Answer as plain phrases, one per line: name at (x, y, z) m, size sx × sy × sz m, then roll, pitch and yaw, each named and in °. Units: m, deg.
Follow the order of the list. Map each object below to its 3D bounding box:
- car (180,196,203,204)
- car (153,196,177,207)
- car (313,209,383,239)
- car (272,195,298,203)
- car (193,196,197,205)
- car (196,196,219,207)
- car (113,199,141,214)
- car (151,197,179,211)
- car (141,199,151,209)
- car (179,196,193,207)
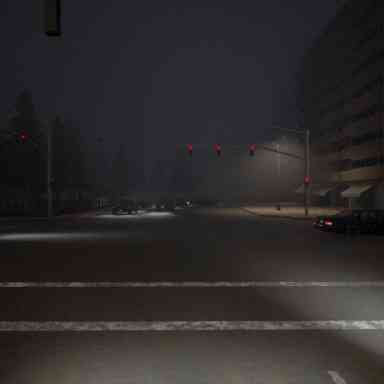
car at (-0.023, 1.491, 63.087) m, size 2.128 × 1.511 × 4.902 m, roll 0°, pitch 0°, yaw 32°
car at (-4.280, 1.491, 53.926) m, size 2.128 × 1.511 × 4.902 m, roll 0°, pitch 0°, yaw 20°
car at (9.003, 1.573, 16.710) m, size 5.357 × 1.411 × 2.033 m, roll 1°, pitch 0°, yaw 0°
car at (18.506, 1.478, 67.505) m, size 5.008 × 1.535 × 1.882 m, roll 0°, pitch 0°, yaw -33°
car at (1.991, 1.601, 59.544) m, size 1.895 × 1.301 × 4.718 m, roll 0°, pitch 0°, yaw 31°
car at (2.869, 1.491, 52.984) m, size 2.128 × 1.511 × 4.902 m, roll 0°, pitch 0°, yaw 20°
car at (-6.952, 1.526, 35.004) m, size 1.812 × 1.442 × 4.674 m, roll 0°, pitch 0°, yaw 2°
car at (-3.217, 1.491, 40.587) m, size 2.128 × 1.511 × 4.902 m, roll 0°, pitch 0°, yaw 4°
car at (-6.407, 1.601, 44.083) m, size 1.895 × 1.301 × 4.718 m, roll 0°, pitch 0°, yaw 6°
car at (-1.902, 1.547, 50.317) m, size 2.033 × 1.411 × 5.357 m, roll 0°, pitch 0°, yaw 15°
